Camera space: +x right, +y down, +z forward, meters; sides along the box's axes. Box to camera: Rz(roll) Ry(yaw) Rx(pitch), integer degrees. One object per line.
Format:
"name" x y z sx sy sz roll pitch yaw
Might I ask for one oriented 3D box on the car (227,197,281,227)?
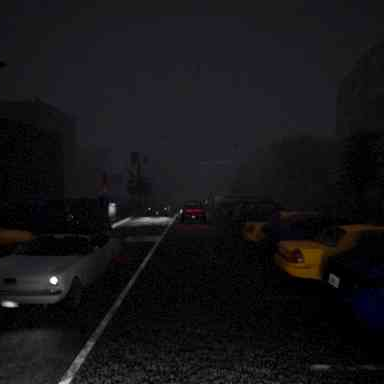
"car" 4.613 1.343 19.464 4.553 1.767 2.185 0 0 0

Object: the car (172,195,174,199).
"car" -7.514 1.428 80.333 5.366 1.575 1.946 0 0 0

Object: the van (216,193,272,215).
"van" 4.527 1.237 27.843 4.442 1.987 1.878 0 0 0

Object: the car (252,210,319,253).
"car" 4.676 1.503 11.082 4.792 1.488 2.163 0 0 0

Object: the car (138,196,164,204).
"car" -7.692 1.482 62.578 4.674 1.452 2.002 0 0 0

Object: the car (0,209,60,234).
"car" -7.497 1.471 10.930 5.366 1.575 1.946 0 0 0

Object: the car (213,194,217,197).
"car" 4.673 1.334 33.432 4.553 1.767 2.185 0 0 0

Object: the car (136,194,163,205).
"car" -7.663 1.318 59.640 4.553 1.767 2.185 0 0 0

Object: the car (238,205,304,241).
"car" 4.832 1.469 13.875 5.366 1.575 1.946 0 0 0

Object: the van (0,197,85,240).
"van" -7.801 1.245 16.386 4.442 1.987 1.878 0 0 0

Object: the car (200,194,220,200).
"car" 4.623 1.395 86.522 4.892 1.521 2.231 0 1 0

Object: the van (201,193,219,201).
"van" 4.513 1.197 83.713 4.442 1.987 1.878 0 1 0

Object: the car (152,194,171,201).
"car" -7.669 1.299 83.275 4.553 1.767 2.185 0 0 0

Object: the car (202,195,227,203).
"car" 4.628 1.437 69.749 5.008 1.535 2.097 0 0 0

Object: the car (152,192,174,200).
"car" -7.673 1.100 89.046 5.566 2.045 2.435 0 1 0

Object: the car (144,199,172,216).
"car" -3.086 1.582 31.925 1.895 1.301 4.718 0 0 0

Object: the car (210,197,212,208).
"car" 4.639 1.498 36.224 4.674 1.452 2.002 0 0 0

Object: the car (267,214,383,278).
"car" 4.834 1.472 8.288 5.366 1.575 1.946 0 0 0

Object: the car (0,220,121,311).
"car" -3.085 1.597 7.843 1.895 1.301 4.718 0 0 0

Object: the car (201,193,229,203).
"car" 4.606 1.188 66.954 5.566 2.045 2.435 0 0 0

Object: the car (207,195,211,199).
"car" 4.668 1.484 41.814 4.792 1.488 2.163 0 0 0

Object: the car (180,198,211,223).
"car" 0.094 1.477 25.174 2.128 1.511 4.902 0 0 0

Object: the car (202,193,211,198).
"car" 4.666 1.200 47.400 5.566 2.045 2.435 0 0 0

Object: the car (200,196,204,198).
"car" 0.085 1.521 43.325 2.033 1.411 5.357 0 0 0

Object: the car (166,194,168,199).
"car" -7.693 1.480 65.641 4.674 1.452 2.002 0 0 0

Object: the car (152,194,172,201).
"car" -7.706 1.400 86.105 5.008 1.535 2.097 0 1 0

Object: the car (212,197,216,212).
"car" 4.637 1.461 30.762 5.008 1.535 2.097 0 0 0

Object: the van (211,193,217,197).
"van" 4.758 1.231 39.017 4.442 1.987 1.878 0 0 0

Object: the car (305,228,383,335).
"car" 4.678 1.506 5.494 4.792 1.488 2.163 0 0 0

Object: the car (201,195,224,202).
"car" 4.626 1.435 75.460 4.892 1.521 2.231 0 0 0

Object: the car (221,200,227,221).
"car" 4.639 1.468 22.256 4.892 1.521 2.231 0 0 0

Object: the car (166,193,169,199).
"car" -7.725 1.468 68.580 4.792 1.488 2.163 0 0 0

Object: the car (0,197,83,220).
"car" -7.712 1.221 13.595 5.566 2.045 2.435 0 0 0

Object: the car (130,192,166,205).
"car" -7.722 1.194 56.827 5.566 2.045 2.435 0 0 0

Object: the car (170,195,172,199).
"car" -7.883 1.430 77.394 5.366 1.575 1.946 0 0 0
